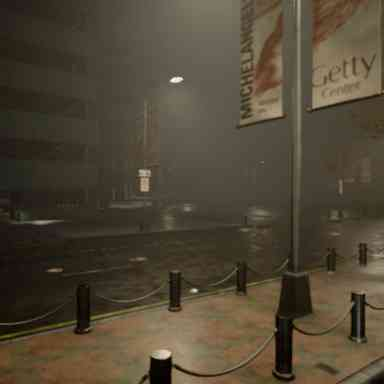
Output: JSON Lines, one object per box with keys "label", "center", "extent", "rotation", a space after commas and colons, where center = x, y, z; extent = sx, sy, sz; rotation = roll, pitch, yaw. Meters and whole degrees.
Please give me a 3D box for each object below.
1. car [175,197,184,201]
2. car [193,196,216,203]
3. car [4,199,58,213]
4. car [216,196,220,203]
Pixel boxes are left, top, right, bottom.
{"label": "car", "center": [-4.322, 1.742, 79.961], "extent": [5.008, 1.535, 1.882], "rotation": [0, 0, 22]}
{"label": "car", "center": [2.623, 1.969, 80.298], "extent": [4.902, 1.511, 2.128], "rotation": [0, 0, 30]}
{"label": "car", "center": [-15.195, 1.374, 31.664], "extent": [4.674, 1.452, 2.002], "rotation": [1, 0, -36]}
{"label": "car", "center": [4.546, 1.829, 83.225], "extent": [4.553, 1.767, 2.097], "rotation": [0, 0, 30]}
